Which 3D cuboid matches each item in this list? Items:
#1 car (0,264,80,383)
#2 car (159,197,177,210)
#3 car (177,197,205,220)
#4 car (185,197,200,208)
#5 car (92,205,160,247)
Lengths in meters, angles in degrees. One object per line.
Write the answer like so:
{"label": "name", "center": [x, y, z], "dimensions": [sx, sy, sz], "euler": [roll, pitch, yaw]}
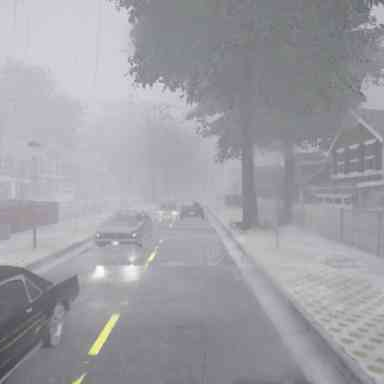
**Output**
{"label": "car", "center": [-2.851, 1.594, 3.484], "dimensions": [1.895, 1.301, 4.718], "euler": [0, 0, 0]}
{"label": "car", "center": [-2.757, 1.310, 39.622], "dimensions": [1.882, 1.535, 5.008], "euler": [0, 0, 1]}
{"label": "car", "center": [0.027, 1.387, 27.051], "dimensions": [1.882, 1.535, 5.008], "euler": [0, 0, 1]}
{"label": "car", "center": [0.086, 1.363, 44.144], "dimensions": [1.994, 1.385, 4.181], "euler": [0, 0, 0]}
{"label": "car", "center": [-2.837, 1.509, 14.996], "dimensions": [2.033, 1.411, 5.357], "euler": [0, 0, 0]}
